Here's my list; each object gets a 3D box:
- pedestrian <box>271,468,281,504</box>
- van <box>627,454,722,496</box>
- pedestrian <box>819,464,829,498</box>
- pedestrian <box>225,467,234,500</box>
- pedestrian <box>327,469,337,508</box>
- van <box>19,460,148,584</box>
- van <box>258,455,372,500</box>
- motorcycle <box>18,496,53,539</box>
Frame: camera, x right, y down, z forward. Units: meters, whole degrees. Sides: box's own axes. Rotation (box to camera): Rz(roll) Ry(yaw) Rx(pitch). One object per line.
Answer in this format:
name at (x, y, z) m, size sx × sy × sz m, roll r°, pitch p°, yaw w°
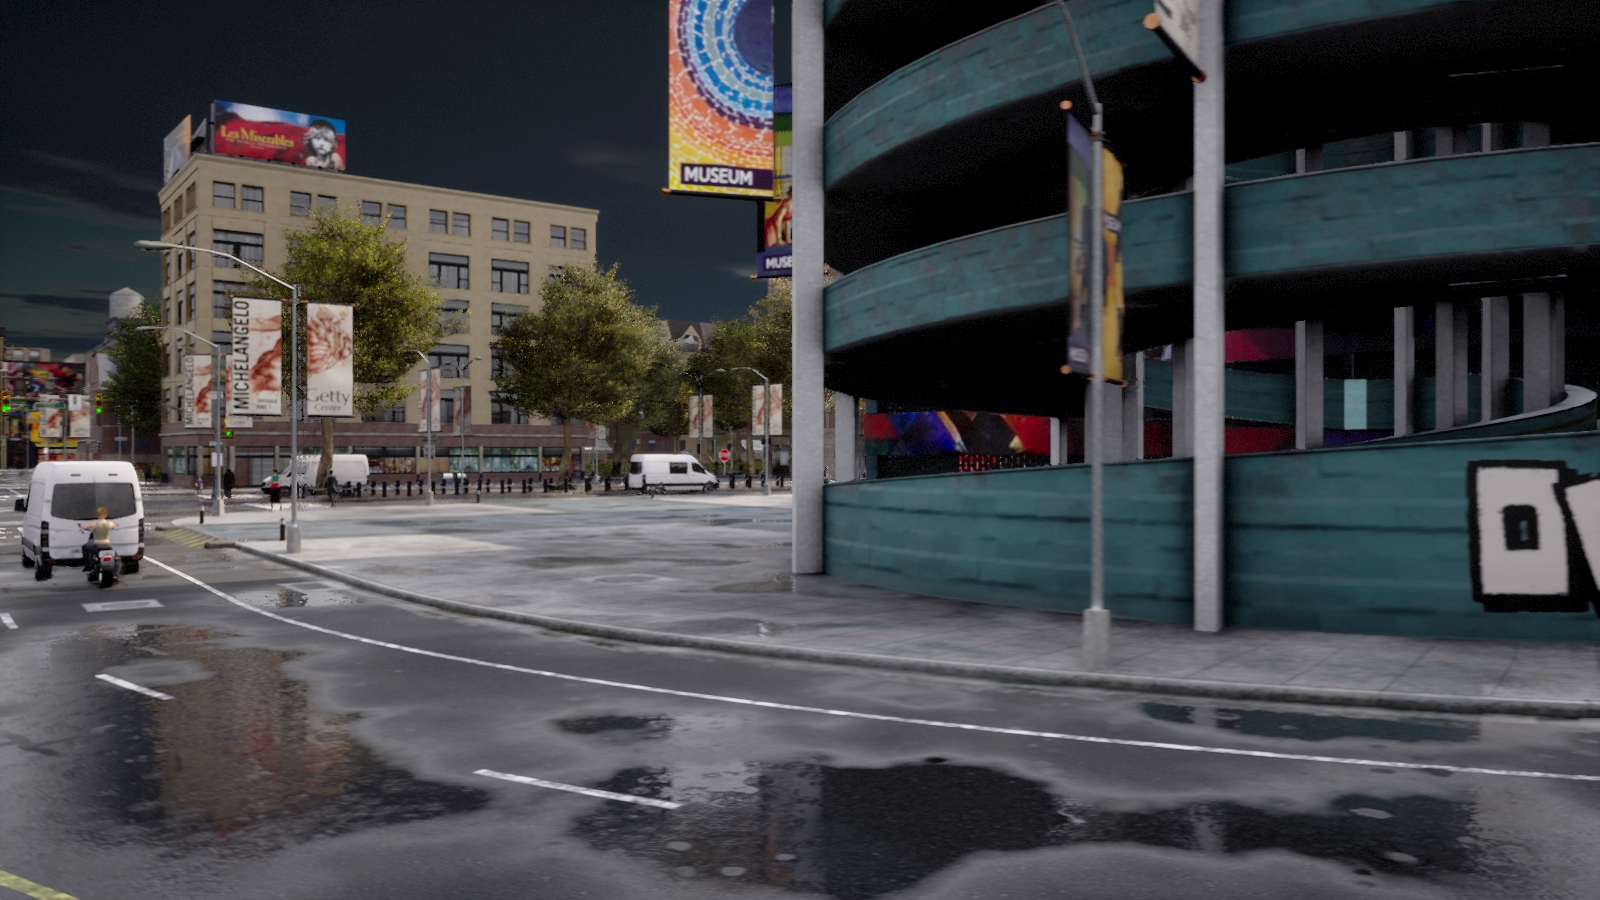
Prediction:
pedestrian at (-27.453, 1.871, 59.879) m, size 0.375 × 1.860 × 0.375 m, roll 0°, pitch 0°, yaw -39°
van at (-8.075, 1.565, 73.869) m, size 5.915 × 2.561 × 1.988 m, roll 0°, pitch 0°, yaw -37°
pedestrian at (1.322, 1.726, 63.095) m, size 0.375 × 1.860 × 0.375 m, roll 0°, pitch 0°, yaw -37°
pedestrian at (-31.986, 1.871, 64.070) m, size 0.375 × 1.860 × 0.375 m, roll 0°, pitch 0°, yaw 42°
pedestrian at (-22.825, 1.870, 55.757) m, size 0.375 × 1.860 × 0.375 m, roll 0°, pitch 0°, yaw -37°
van at (-17.007, 1.544, 26.972) m, size 1.988 × 2.561 × 5.915 m, roll 0°, pitch 0°, yaw -38°
van at (-28.840, 1.559, 68.035) m, size 5.915 × 2.561 × 1.988 m, roll 0°, pitch 0°, yaw -38°
motorcycle at (-25.116, 2.182, 37.516) m, size 0.764 × 1.277 × 2.356 m, roll 0°, pitch 0°, yaw -39°
